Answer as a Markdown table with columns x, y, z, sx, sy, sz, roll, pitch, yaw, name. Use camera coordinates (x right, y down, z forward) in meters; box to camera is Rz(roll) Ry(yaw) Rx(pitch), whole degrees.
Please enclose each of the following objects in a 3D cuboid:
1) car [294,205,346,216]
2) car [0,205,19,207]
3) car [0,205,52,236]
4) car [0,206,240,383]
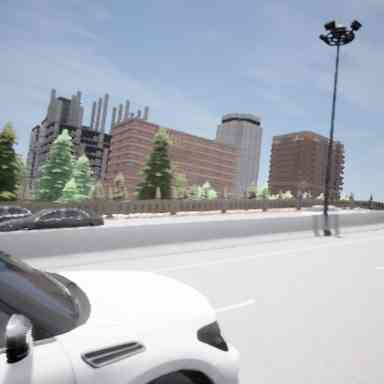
| x | y | z | sx | sy | sz | roll | pitch | yaw | name |
| --- | --- | --- | --- | --- | --- | --- | --- | --- | --- |
| 9.049 | 1.675 | 23.273 | 4.674 | 1.442 | 1.812 | 1 | 0 | -35 | car |
| -6.759 | 1.530 | 16.364 | 4.892 | 1.490 | 1.837 | 0 | 0 | -35 | car |
| -10.424 | 1.514 | 18.051 | 4.892 | 1.490 | 1.837 | 0 | 0 | -35 | car |
| -2.219 | 1.212 | 2.166 | 5.566 | 2.045 | 2.150 | 0 | 0 | -36 | car |
